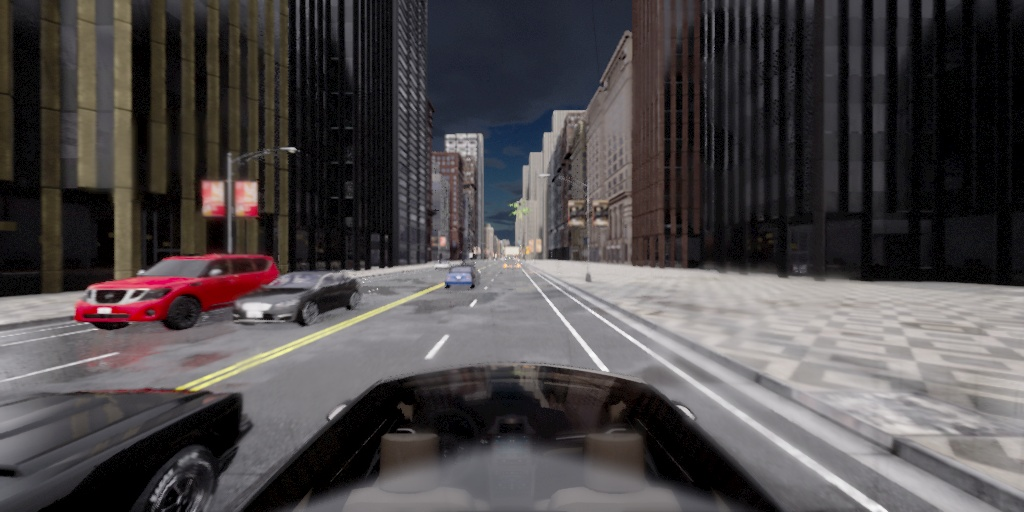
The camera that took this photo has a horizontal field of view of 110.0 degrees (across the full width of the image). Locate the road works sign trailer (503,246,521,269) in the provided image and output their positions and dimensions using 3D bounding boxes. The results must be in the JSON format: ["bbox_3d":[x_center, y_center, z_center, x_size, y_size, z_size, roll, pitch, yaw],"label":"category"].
[{"bbox_3d":[-0.007,0.253,56.201,2.380,3.560,2.880,0,0,0],"label":"road works sign trailer"}]

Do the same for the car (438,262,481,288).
[{"bbox_3d":[-3.152,1.305,23.593,2.033,1.411,5.357,0,0,0],"label":"car"}]

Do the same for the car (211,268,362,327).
[{"bbox_3d":[-6.601,1.243,11.650,2.128,1.511,4.902,0,0,0],"label":"car"}]

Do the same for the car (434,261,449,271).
[{"bbox_3d":[-9.826,1.384,51.470,1.895,1.301,4.718,0,0,0],"label":"car"}]

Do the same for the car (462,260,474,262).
[{"bbox_3d":[-6.572,1.290,53.161,1.837,1.490,4.892,0,0,0],"label":"car"}]

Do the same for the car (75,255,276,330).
[{"bbox_3d":[-9.849,0.974,11.430,2.150,2.045,5.566,0,0,0],"label":"car"}]

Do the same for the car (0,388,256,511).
[{"bbox_3d":[-3.158,1.351,0.939,1.895,1.301,4.718,0,0,0],"label":"car"}]
